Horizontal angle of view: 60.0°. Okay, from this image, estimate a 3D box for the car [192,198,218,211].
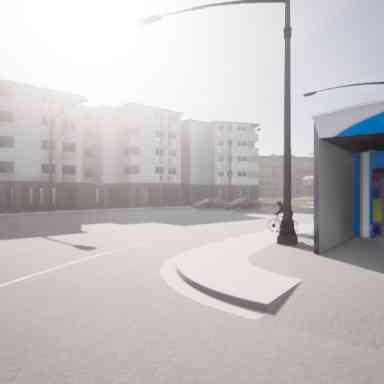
[{"bbox_3d":[2.200,1.521,41.232,4.674,1.442,1.812,0,0,-32],"label":"car"}]

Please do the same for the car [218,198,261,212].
[{"bbox_3d":[5.977,1.501,39.453,4.892,1.490,1.837,0,-1,-30],"label":"car"}]

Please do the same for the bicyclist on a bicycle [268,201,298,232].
[{"bbox_3d":[4.697,1.299,17.236,1.656,1.620,0.582,0,0,38],"label":"bicyclist on a bicycle"}]
